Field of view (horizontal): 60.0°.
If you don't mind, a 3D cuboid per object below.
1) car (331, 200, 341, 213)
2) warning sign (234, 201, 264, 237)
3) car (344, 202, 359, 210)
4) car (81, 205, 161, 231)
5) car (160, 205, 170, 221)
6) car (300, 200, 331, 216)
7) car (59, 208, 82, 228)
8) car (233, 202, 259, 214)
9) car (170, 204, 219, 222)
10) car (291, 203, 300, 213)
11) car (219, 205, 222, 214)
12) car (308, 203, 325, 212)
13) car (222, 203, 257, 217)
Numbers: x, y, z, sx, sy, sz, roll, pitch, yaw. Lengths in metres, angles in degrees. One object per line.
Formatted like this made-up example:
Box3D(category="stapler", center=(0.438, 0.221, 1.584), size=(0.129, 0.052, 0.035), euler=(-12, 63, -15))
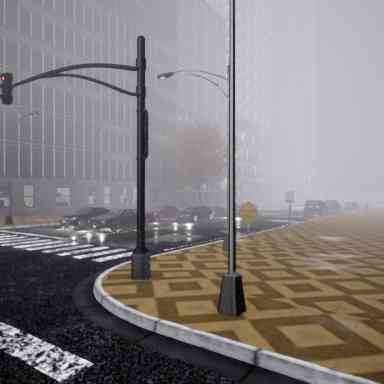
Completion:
Box3D(category="car", center=(22.431, 2.266, 53.493), size=(2.150, 2.045, 5.566), euler=(0, -1, 33))
Box3D(category="warning sign", center=(3.157, 1.454, 18.537), size=(1.300, 1.860, 1.060), euler=(1, 1, 33))
Box3D(category="car", center=(31.527, 2.661, 65.670), size=(2.097, 1.767, 4.553), euler=(0, -1, 33))
Box3D(category="car", center=(-4.834, 1.874, 23.614), size=(2.033, 1.411, 5.357), euler=(0, -1, 33))
Box3D(category="car", center=(-2.774, 2.007, 32.796), size=(1.812, 1.442, 4.674), euler=(0, -1, 33))
Box3D(category="car", center=(16.603, 2.076, 44.465), size=(2.150, 2.045, 5.566), euler=(0, -1, 33))
Box3D(category="car", center=(-7.702, 1.844, 25.151), size=(1.812, 1.442, 4.674), euler=(0, -1, 31))
Box3D(category="car", center=(8.085, 2.315, 49.527), size=(1.882, 1.535, 5.008), euler=(0, -1, 33))
Box3D(category="car", center=(0.369, 2.003, 31.671), size=(1.837, 1.490, 4.892), euler=(0, -1, 33))
Box3D(category="car", center=(16.400, 2.460, 50.146), size=(1.812, 1.442, 4.674), euler=(0, -1, 33))
Box3D(category="car", center=(2.619, 2.223, 41.145), size=(1.994, 1.385, 4.181), euler=(0, -1, 32))
Box3D(category="car", center=(22.000, 2.641, 58.825), size=(1.812, 1.442, 4.674), euler=(0, -1, 33))
Box3D(category="car", center=(5.807, 2.203, 40.078), size=(1.812, 1.442, 4.674), euler=(0, -1, 33))
